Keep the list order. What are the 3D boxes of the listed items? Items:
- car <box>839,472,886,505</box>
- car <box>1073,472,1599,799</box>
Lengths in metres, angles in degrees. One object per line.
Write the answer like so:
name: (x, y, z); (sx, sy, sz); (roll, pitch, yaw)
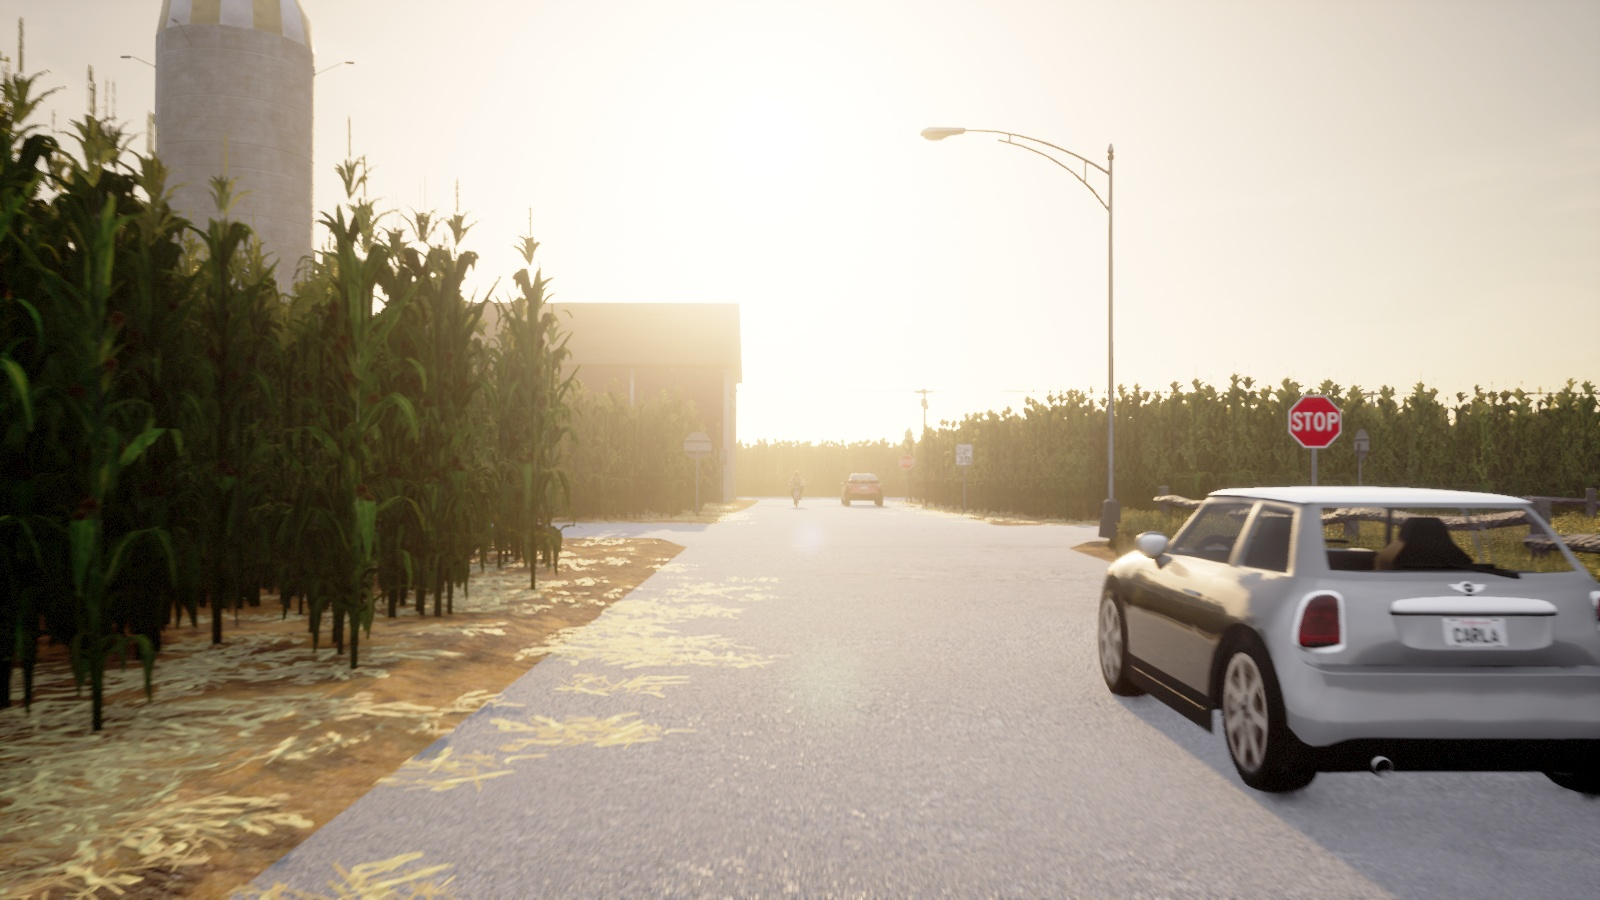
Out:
car: (2.955, 1.822, 59.898); (2.007, 1.525, 4.514); (0, -1, 0)
car: (3.081, 0.885, 7.679); (1.970, 1.475, 3.806); (0, -1, 0)
